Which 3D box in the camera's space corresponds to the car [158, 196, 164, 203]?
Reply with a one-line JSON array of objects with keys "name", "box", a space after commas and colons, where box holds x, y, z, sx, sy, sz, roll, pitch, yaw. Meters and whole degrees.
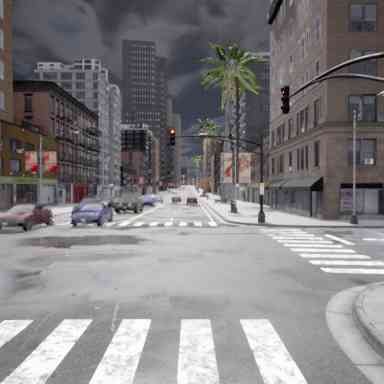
[{"name": "car", "box": [-6.609, 1.512, 65.494, 1.812, 1.442, 4.674, 0, 0, 0]}]

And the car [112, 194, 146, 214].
[{"name": "car", "box": [-6.658, 1.210, 35.720, 2.150, 2.045, 5.566, 0, 0, 0]}]

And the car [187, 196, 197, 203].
[{"name": "car", "box": [-0.046, 1.496, 71.377, 1.994, 1.385, 4.181, 0, 0, 0]}]

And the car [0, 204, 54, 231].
[{"name": "car", "box": [-9.883, 1.443, 19.879, 1.812, 1.442, 4.674, 0, 0, 0]}]

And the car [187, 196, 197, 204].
[{"name": "car", "box": [-0.001, 1.435, 61.336, 1.882, 1.535, 5.008, 0, 0, 0]}]

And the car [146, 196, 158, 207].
[{"name": "car", "box": [-6.674, 1.454, 49.981, 1.882, 1.535, 5.008, 0, 0, 0]}]

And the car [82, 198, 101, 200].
[{"name": "car", "box": [-9.901, 1.342, 32.240, 2.097, 1.767, 4.553, 0, 0, 0]}]

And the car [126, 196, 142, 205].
[{"name": "car", "box": [-9.913, 1.442, 57.613, 1.882, 1.535, 5.008, 0, 0, 0]}]

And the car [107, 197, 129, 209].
[{"name": "car", "box": [-9.921, 1.459, 45.017, 1.882, 1.535, 5.008, 0, 0, 0]}]

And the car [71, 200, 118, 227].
[{"name": "car", "box": [-6.631, 1.500, 22.619, 1.812, 1.442, 4.674, 1, -1, 0]}]

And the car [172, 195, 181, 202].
[{"name": "car", "box": [-3.286, 1.434, 70.908, 2.128, 1.511, 4.902, 0, 0, 0]}]
